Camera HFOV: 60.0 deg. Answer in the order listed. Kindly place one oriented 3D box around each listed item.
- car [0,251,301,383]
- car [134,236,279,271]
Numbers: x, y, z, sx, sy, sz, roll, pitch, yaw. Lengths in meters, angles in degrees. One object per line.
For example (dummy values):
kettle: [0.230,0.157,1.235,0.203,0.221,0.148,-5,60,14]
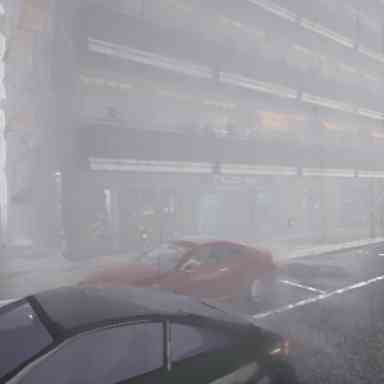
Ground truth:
car: [-1.057,1.562,2.602,4.181,1.385,1.994,0,0,-35]
car: [-0.073,1.568,6.518,4.206,1.307,1.802,0,0,-36]
